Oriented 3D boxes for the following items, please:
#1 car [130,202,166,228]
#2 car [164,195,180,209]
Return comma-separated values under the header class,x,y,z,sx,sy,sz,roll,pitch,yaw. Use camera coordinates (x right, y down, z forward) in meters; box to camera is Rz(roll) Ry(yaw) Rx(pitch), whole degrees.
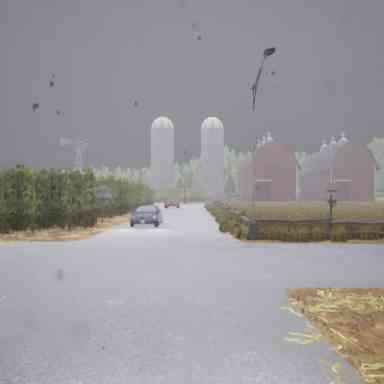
class,x,y,z,sx,sy,sz,roll,pitch,yaw
car,-3.097,1.623,23.259,1.812,1.442,4.674,0,-1,0
car,-3.085,1.558,51.842,2.150,2.045,5.566,0,-1,0
